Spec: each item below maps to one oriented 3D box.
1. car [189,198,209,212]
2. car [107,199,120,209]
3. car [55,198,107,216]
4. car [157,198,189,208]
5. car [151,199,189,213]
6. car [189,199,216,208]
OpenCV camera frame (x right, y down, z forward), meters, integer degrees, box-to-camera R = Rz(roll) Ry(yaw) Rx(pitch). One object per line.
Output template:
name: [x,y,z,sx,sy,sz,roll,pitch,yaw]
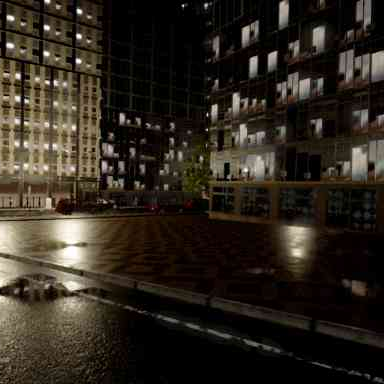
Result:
car: [1.559,1.782,46.404,5.009,1.841,2.192,1,1,-34]
car: [-12.250,1.722,46.535,4.403,1.369,2.008,1,1,-34]
car: [-12.494,1.646,36.828,5.009,1.841,2.192,1,1,-34]
car: [-3.021,1.786,52.823,4.829,1.417,1.752,1,1,-34]
car: [-3.130,1.966,43.216,4.507,1.381,1.887,1,1,-34]
car: [1.804,1.873,56.112,4.313,1.339,1.947,1,1,-34]
